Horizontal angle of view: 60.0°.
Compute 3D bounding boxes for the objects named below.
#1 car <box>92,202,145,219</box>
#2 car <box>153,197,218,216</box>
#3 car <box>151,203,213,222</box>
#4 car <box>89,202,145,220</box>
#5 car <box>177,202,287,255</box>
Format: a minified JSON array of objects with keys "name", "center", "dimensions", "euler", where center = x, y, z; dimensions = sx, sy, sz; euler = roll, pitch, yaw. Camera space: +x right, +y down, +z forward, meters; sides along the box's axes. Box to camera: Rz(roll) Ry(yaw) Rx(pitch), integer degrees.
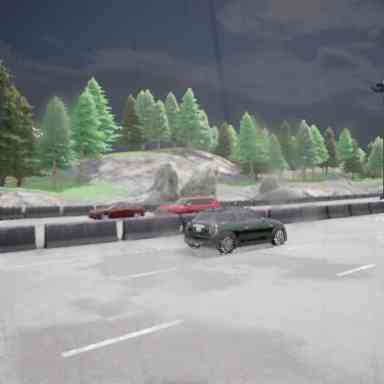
[{"name":"car","center":[-7.371,1.815,33.564],"dimensions":[4.892,1.490,1.837],"euler":[0,0,-37]},{"name":"car","center":[-0.218,1.400,25.817],"dimensions":[5.566,2.045,2.150],"euler":[-1,0,-37]},{"name":"car","center":[-0.830,1.752,29.741],"dimensions":[5.357,1.411,2.033],"euler":[-1,0,-37]},{"name":"car","center":[-6.669,1.757,29.705],"dimensions":[5.008,1.535,1.882],"euler":[0,0,-37]},{"name":"car","center":[1.951,1.438,14.034],"dimensions":[4.553,1.767,2.097],"euler":[0,0,-37]}]
